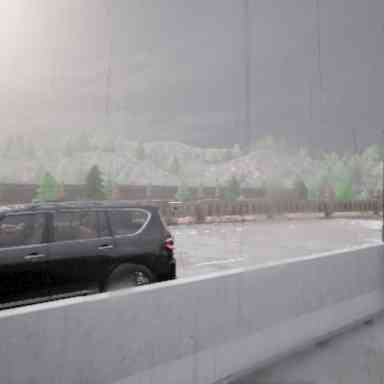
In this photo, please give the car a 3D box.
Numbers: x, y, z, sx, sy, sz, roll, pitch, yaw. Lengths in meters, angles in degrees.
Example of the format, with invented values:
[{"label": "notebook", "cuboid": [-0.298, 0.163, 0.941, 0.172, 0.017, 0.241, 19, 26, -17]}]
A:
[{"label": "car", "cuboid": [-2.924, 1.198, 6.055, 5.566, 2.045, 2.150, 0, 0, -34]}]
